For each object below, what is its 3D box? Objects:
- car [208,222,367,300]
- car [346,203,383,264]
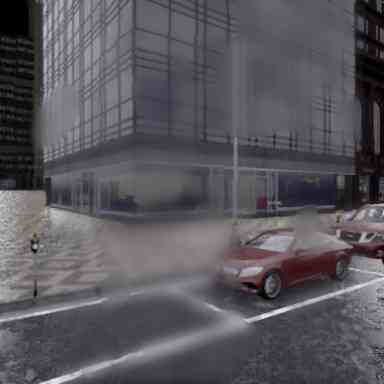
[{"bbox_3d":[2.340,1.587,8.322,4.206,1.307,1.802,0,0,-36],"label":"car"},{"bbox_3d":[6.757,1.325,11.474,5.009,1.841,2.192,0,0,-36],"label":"car"}]
